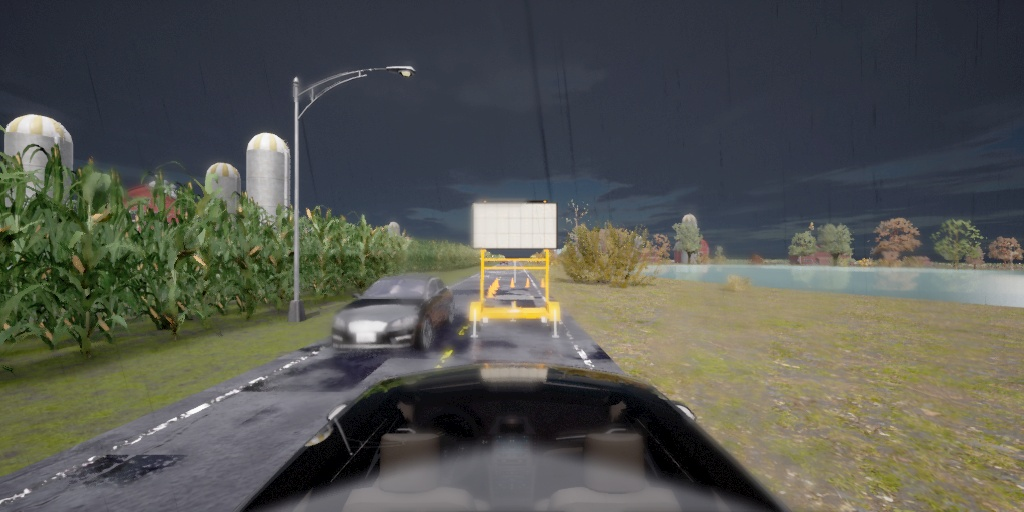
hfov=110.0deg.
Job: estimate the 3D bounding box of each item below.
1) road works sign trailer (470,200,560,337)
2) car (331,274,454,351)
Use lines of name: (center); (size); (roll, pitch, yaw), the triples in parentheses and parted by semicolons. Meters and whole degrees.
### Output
road works sign trailer: (0.084, 0.217, 10.232); (2.380, 3.560, 2.880); (0, 0, 1)
car: (-2.677, 1.243, 9.074); (2.128, 1.511, 4.902); (0, 0, 0)
